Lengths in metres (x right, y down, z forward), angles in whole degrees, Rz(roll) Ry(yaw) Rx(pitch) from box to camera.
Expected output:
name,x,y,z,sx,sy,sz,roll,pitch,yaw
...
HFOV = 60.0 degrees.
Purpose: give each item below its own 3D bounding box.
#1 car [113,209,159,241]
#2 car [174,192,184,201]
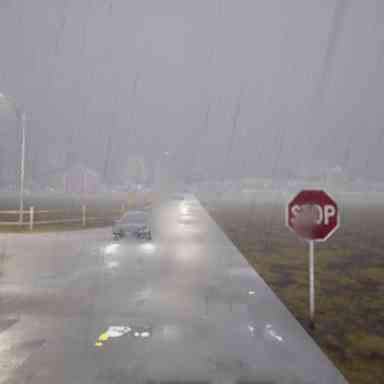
name,x,y,z,sx,sy,sz,roll,pitch,yaw
car,-2.798,1.685,17.372,1.837,1.490,4.892,0,0,0
car,-3.091,1.102,78.004,2.150,2.045,5.566,0,0,0
